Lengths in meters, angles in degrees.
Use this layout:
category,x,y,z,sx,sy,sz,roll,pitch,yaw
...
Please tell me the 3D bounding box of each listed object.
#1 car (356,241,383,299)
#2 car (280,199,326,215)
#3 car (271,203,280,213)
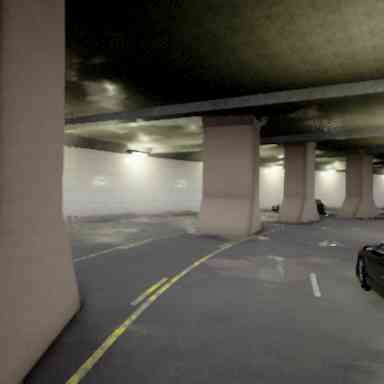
category,x,y,z,sx,sy,sz,roll,pitch,yaw
car,4.533,1.536,6.196,2.128,1.511,4.902,1,0,13
car,11.311,1.433,33.180,4.553,1.767,2.097,1,0,-37
car,10.947,1.574,37.308,4.892,1.490,1.837,1,0,-36
